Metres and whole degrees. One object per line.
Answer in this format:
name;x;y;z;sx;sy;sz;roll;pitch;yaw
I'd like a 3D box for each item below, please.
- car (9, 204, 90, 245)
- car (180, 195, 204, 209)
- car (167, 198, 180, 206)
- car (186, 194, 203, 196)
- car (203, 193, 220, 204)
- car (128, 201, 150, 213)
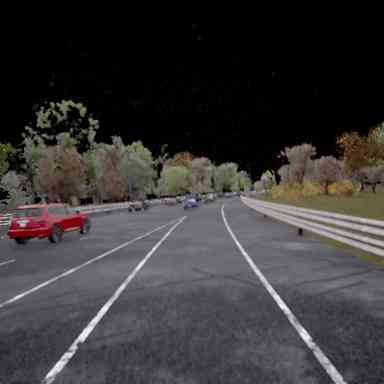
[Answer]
car;-7.900;1.702;18.984;2.150;2.045;5.566;-4;0;8
car;0.075;1.623;46.768;1.812;1.442;4.674;-4;0;10
car;-3.463;1.950;65.704;2.033;1.411;5.357;-4;0;11
car;0.109;1.400;65.881;2.150;2.045;5.566;-4;0;11
car;3.729;1.477;65.963;1.812;1.442;4.674;-4;0;11
car;-7.217;2.056;45.675;1.837;1.490;4.892;-4;0;10
